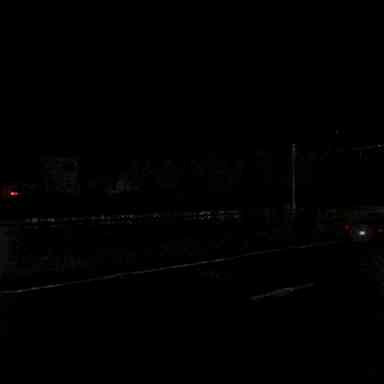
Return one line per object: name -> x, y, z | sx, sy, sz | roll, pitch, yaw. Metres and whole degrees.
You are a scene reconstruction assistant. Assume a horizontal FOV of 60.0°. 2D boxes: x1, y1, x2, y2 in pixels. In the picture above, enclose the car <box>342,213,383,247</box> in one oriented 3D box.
car -> 8.249, 1.571, 14.119 | 4.181, 1.385, 1.994 | 0, 0, -36
